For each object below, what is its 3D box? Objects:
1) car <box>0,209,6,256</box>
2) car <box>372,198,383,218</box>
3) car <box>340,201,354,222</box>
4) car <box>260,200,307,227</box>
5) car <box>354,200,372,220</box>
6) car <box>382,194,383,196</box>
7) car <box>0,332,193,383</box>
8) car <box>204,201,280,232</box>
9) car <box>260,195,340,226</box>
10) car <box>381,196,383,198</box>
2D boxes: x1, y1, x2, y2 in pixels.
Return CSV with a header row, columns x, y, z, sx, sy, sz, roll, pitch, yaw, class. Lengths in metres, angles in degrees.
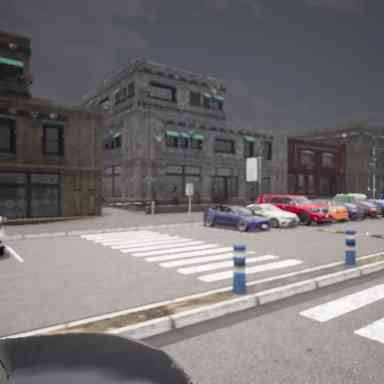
x,y,z,sx,sy,sz,roll,pitch,yaw,class
-8.531,1.258,12.584,2.435,2.045,5.566,0,0,-36,car
13.849,1.495,28.698,2.002,1.452,4.674,0,0,-36,car
9.393,1.346,25.447,2.185,1.767,4.553,0,0,-36,car
4.901,1.526,22.246,2.002,1.452,4.674,0,0,-36,car
11.508,1.504,27.008,2.002,1.452,4.674,0,0,-36,car
22.807,1.180,35.131,2.435,2.045,5.566,0,0,-36,car
-2.067,1.523,1.657,4.674,1.442,1.812,0,0,-36,car
2.683,1.522,20.606,2.163,1.488,4.792,0,0,-36,car
7.155,1.228,23.835,2.435,2.045,5.566,0,0,-36,car
16.087,1.448,30.309,2.097,1.535,5.008,0,0,-36,car
